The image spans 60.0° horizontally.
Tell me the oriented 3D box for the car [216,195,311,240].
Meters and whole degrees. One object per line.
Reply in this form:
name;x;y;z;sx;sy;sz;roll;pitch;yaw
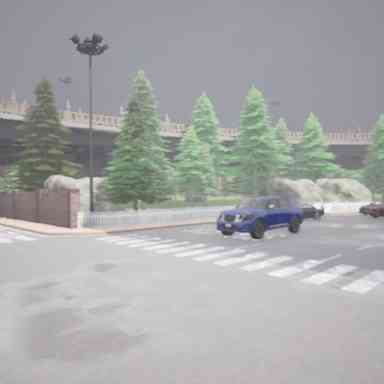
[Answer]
car;3.714;1.210;17.485;5.566;2.045;2.150;0;0;-43

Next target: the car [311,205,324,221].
car;7.950;1.581;25.331;4.718;1.301;1.895;0;0;-36

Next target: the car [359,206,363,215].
car;17.485;1.471;30.493;4.181;1.385;1.994;0;0;-18

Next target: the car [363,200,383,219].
car;16.435;1.501;26.636;4.718;1.301;1.895;0;0;-23
